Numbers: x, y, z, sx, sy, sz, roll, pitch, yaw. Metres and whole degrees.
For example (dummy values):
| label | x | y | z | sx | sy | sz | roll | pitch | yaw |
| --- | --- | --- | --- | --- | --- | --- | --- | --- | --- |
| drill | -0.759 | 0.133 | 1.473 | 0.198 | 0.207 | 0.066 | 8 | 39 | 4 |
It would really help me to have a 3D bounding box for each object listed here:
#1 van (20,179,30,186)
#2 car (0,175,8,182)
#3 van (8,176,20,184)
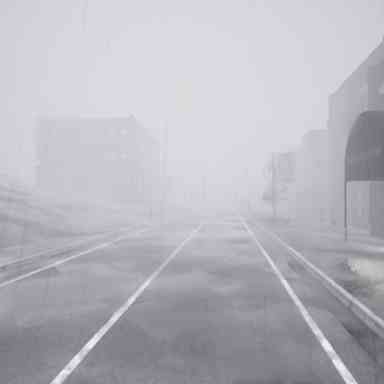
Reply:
| label | x | y | z | sx | sy | sz | roll | pitch | yaw |
| --- | --- | --- | --- | --- | --- | --- | --- | --- | --- |
| van | -31.631 | -1.346 | 60.295 | 1.878 | 1.987 | 4.442 | 1 | -4 | -11 |
| car | -29.670 | -1.790 | 49.265 | 2.002 | 1.452 | 4.674 | 1 | -4 | -9 |
| van | -30.592 | -1.707 | 54.867 | 1.878 | 1.987 | 4.442 | 1 | -4 | -9 |
